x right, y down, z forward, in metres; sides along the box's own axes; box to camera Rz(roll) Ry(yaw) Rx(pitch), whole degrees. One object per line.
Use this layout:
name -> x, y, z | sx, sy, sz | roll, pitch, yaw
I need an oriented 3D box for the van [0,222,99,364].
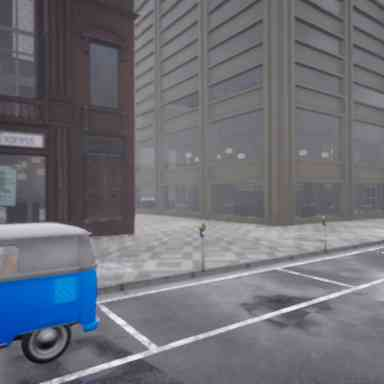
van -> -3.235, 1.340, 4.243 | 3.998, 1.788, 1.690 | 0, -1, -35
